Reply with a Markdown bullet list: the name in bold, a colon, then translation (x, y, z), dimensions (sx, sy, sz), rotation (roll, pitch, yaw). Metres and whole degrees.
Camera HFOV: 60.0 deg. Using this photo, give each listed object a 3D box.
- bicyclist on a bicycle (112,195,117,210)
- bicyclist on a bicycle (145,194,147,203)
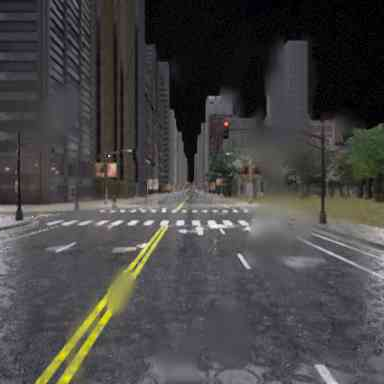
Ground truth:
- **bicyclist on a bicycle**: translation (-8.775, 1.187, 37.547), dimensions (0.582, 1.620, 1.656), rotation (0, 0, 0)
- **bicyclist on a bicycle**: translation (-8.792, 1.238, 63.438), dimensions (0.582, 1.620, 1.656), rotation (0, 0, 0)
